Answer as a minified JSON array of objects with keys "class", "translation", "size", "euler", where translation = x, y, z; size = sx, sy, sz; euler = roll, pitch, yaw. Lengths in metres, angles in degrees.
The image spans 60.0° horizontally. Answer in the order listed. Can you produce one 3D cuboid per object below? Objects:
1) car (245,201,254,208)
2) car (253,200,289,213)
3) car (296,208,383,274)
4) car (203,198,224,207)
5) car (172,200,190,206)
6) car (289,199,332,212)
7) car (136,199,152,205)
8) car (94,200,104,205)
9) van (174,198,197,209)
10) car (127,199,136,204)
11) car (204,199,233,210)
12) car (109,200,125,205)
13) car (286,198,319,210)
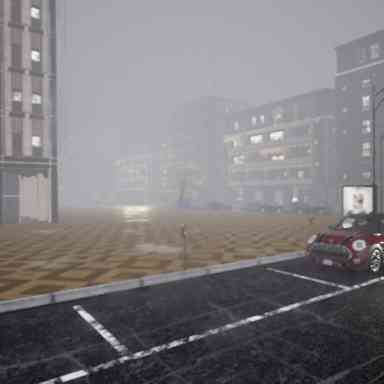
[{"class":"car","translation":[10.687,2.024,55.221],"size":[1.802,1.307,4.206],"euler":[-2,0,-36]},{"class":"car","translation":[10.239,1.911,41.161],"size":[2.008,1.369,4.403],"euler":[-2,0,-36]},{"class":"car","translation":[5.394,1.420,10.394],"size":[4.097,1.590,1.967],"euler":[0,0,-35]},{"class":"car","translation":[4.107,2.047,64.209],"size":[1.967,1.590,4.097],"euler":[-2,0,-36]},{"class":"car","translation":[-2.410,2.353,73.240],"size":[1.802,1.307,4.206],"euler":[-2,0,-36]},{"class":"car","translation":[13.497,1.829,36.645],"size":[2.008,1.369,4.403],"euler":[-2,0,-36]},{"class":"car","translation":[-12.188,2.457,86.789],"size":[1.967,1.590,4.097],"euler":[-2,0,-36]},{"class":"car","translation":[-25.498,2.806,90.920],"size":[1.887,1.381,4.507],"euler":[-2,0,-36]},{"class":"van","translation":[-0.736,1.977,56.540],"size":[1.690,1.788,3.998],"euler":[-2,0,-36]},{"class":"car","translation":[-15.443,2.665,91.306],"size":[1.947,1.339,4.313],"euler":[-2,0,-36]},{"class":"car","translation":[4.174,2.057,49.646],"size":[1.887,1.381,4.507],"euler":[-2,0,-36]},{"class":"car","translation":[-18.981,2.647,81.887],"size":[2.008,1.369,4.403],"euler":[-2,0,-36]},{"class":"car","translation":[15.933,1.751,48.029],"size":[1.967,1.590,4.097],"euler":[-2,0,-36]}]
